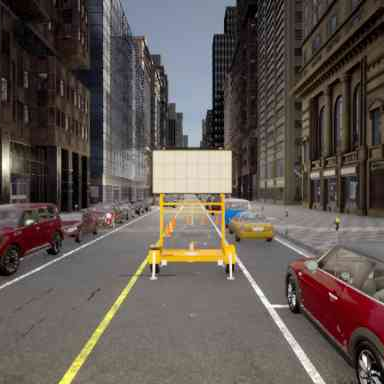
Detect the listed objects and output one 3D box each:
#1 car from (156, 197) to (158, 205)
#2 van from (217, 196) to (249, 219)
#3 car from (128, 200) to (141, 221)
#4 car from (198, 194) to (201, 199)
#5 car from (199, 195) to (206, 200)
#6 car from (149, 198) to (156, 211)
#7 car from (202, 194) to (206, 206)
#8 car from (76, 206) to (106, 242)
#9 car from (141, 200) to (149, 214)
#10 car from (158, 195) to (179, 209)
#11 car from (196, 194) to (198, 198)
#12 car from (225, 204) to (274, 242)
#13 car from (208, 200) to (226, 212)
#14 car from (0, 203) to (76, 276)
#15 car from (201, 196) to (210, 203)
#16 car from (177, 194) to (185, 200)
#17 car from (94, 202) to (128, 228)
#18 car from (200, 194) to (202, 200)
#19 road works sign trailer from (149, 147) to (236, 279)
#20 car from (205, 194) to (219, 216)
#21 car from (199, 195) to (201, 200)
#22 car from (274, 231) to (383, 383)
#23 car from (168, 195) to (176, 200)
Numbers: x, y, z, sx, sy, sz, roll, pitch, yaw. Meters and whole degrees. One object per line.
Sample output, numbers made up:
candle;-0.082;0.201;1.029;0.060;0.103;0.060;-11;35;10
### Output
car;-5.707;1.560;55.333;1.887;1.381;4.507;0;0;0
van;2.782;1.342;21.725;1.690;1.788;3.998;0;0;0
car;-5.737;1.552;27.323;2.008;1.369;4.403;0;0;0
car;2.830;1.464;66.538;1.967;1.590;4.097;0;0;0
car;2.860;1.588;94.548;1.887;1.381;4.507;0;0;0
car;-5.725;1.571;38.526;1.947;1.339;4.313;0;0;0
car;2.805;1.324;44.132;2.192;1.841;5.009;0;0;0
car;-5.749;1.582;16.119;1.802;1.307;4.206;0;0;0
car;-5.731;1.569;32.924;1.947;1.339;4.313;0;0;0
car;-3.052;1.514;44.386;1.837;1.490;4.892;0;0;0
car;2.854;1.584;88.945;1.887;1.381;4.507;0;0;0
car;2.776;1.525;16.294;1.752;1.417;4.829;0;0;0
car;2.800;1.588;38.530;1.802;1.307;4.206;0;0;0
car;-5.755;1.314;10.516;2.192;1.841;5.009;0;0;0
car;2.836;1.609;72.140;1.802;1.307;4.206;0;0;0
car;-2.904;1.587;89.907;2.033;1.411;5.357;0;0;0
car;-5.743;1.440;21.720;1.967;1.590;4.097;0;0;0
car;2.818;1.456;55.335;1.967;1.590;4.097;0;0;0
road works sign trailer;0.009;0.464;9.966;2.380;3.560;2.880;0;0;0
car;2.793;1.319;32.928;2.192;1.841;5.009;0;0;0
car;2.824;1.586;60.937;1.947;1.339;4.313;0;0;0
car;2.764;1.440;4.919;1.967;1.590;4.097;0;0;0
car;-5.665;1.588;94.548;1.887;1.381;4.507;0;0;0
